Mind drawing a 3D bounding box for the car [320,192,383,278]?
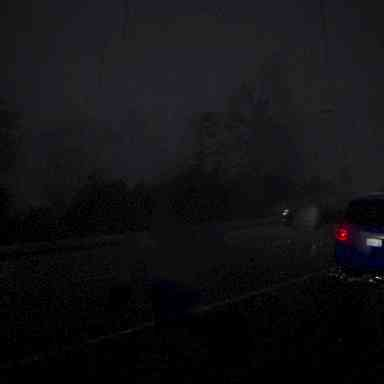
[{"bbox_3d":[5.825,1.104,8.658,5.566,2.045,2.150,-1,1,-41],"label":"car"}]

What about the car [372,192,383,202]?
[{"bbox_3d":[30.501,0.779,54.173,1.837,1.490,4.892,0,1,24],"label":"car"}]

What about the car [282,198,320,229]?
[{"bbox_3d":[7.270,1.139,19.925,2.097,1.767,4.553,0,1,44],"label":"car"}]
